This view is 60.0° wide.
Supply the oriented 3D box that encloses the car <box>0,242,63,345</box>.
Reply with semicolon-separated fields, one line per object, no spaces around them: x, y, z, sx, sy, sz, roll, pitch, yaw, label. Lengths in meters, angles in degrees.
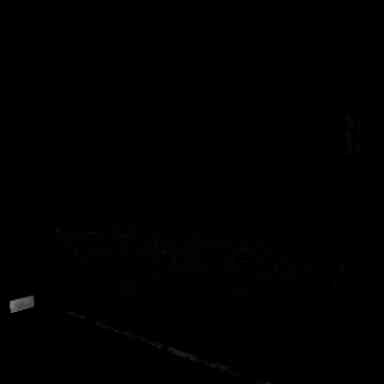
-3.968;1.531;5.677;4.313;1.339;1.947;0;0;36;car
